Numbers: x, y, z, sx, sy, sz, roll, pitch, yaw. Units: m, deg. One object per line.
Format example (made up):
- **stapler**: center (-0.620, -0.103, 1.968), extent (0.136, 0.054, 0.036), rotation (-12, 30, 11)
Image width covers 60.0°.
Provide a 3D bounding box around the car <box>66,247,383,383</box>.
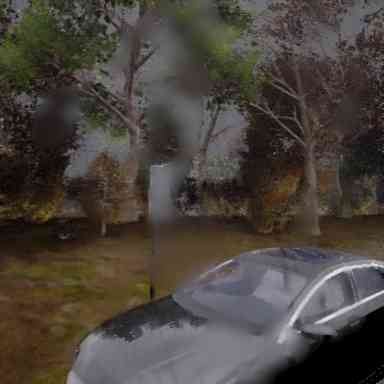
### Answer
- **car**: center (1.083, 1.496, 3.960), extent (4.902, 1.511, 2.128), rotation (0, 0, -37)
